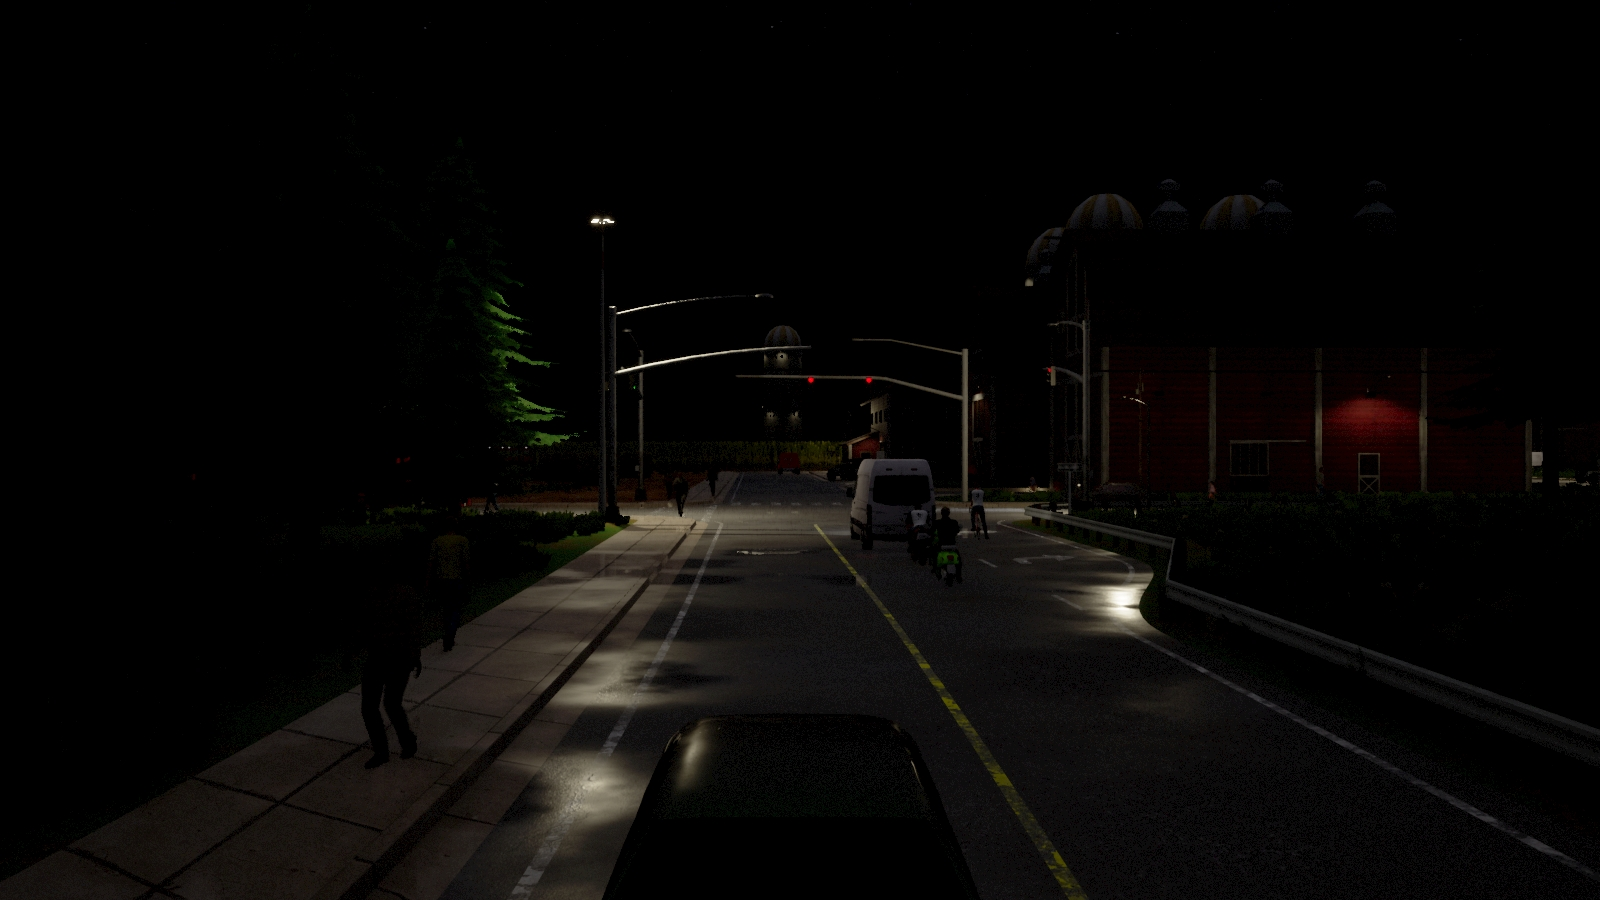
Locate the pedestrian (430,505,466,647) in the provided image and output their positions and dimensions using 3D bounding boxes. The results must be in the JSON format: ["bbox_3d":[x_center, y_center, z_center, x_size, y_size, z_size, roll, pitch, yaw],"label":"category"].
[{"bbox_3d":[-4.700,1.670,15.259,0.375,1.860,0.375,0,0,-3],"label":"pedestrian"}]

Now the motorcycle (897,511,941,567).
[{"bbox_3d":[2.898,2.159,27.998,0.803,1.199,2.033,0,0,-2],"label":"motorcycle"}]

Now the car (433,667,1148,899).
[{"bbox_3d":[-0.032,1.973,4.130,1.851,1.617,3.988,0,0,0],"label":"car"}]

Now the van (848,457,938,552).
[{"bbox_3d":[2.659,1.508,34.092,1.988,2.561,5.915,0,0,-2],"label":"van"}]

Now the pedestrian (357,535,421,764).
[{"bbox_3d":[-3.473,1.669,9.675,0.375,1.860,0.375,0,0,10],"label":"pedestrian"}]

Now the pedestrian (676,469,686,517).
[{"bbox_3d":[-4.697,1.679,44.981,0.375,1.860,0.375,0,0,-5],"label":"pedestrian"}]

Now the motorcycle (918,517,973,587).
[{"bbox_3d":[3.041,2.115,24.012,0.856,1.316,1.805,0,0,-2],"label":"motorcycle"}]

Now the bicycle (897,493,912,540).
[{"bbox_3d":[3.290,2.079,36.037,0.373,1.396,1.643,0,0,3],"label":"bicycle"}]
